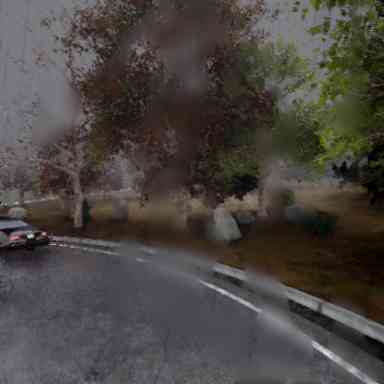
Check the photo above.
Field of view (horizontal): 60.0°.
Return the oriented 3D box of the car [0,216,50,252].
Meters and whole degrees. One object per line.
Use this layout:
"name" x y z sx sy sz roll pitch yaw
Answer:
"car" -8.172 1.710 13.492 5.357 1.411 2.033 -1 0 29
